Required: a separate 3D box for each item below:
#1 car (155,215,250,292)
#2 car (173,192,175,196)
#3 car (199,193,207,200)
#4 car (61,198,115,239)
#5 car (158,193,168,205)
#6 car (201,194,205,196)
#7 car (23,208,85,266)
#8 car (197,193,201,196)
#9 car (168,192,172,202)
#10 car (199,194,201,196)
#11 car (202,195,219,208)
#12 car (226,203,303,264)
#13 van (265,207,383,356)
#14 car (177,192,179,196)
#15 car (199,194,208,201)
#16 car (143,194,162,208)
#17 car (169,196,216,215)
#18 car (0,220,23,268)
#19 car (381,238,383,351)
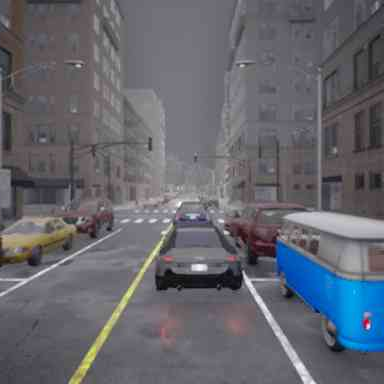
[{"bbox_3d":[0.097,1.532,8.913,1.994,1.385,4.181,0,0,-2],"label":"car"},{"bbox_3d":[-5.402,1.189,71.631,1.967,1.590,4.097,0,0,0],"label":"car"},{"bbox_3d":[2.642,1.152,82.595,1.967,1.590,4.097,0,0,0],"label":"car"},{"bbox_3d":[-5.398,1.254,17.214,2.192,1.841,5.009,0,0,0],"label":"car"},{"bbox_3d":[-5.408,1.331,55.016,1.752,1.417,4.829,0,0,0],"label":"car"},{"bbox_3d":[2.641,1.369,49.703,1.887,1.381,4.507,0,0,0],"label":"car"},{"bbox_3d":[-5.398,1.485,11.366,1.752,1.417,4.829,0,0,0],"label":"car"},{"bbox_3d":[2.642,1.300,71.631,2.008,1.369,4.403,0,0,0],"label":"car"},{"bbox_3d":[-5.406,1.101,60.667,2.192,1.841,5.009,0,0,0],"label":"car"},{"bbox_3d":[2.641,1.356,55.185,2.008,1.369,4.403,0,0,0],"label":"car"},{"bbox_3d":[2.641,1.394,44.222,2.008,1.369,4.403,0,0,0],"label":"car"},{"bbox_3d":[2.640,1.274,11.534,2.192,1.841,5.009,0,0,0],"label":"car"},{"bbox_3d":[2.639,1.320,5.855,1.690,1.788,3.998,0,0,0],"label":"van"},{"bbox_3d":[-5.395,1.008,88.077,2.192,1.841,5.009,0,0,0],"label":"car"},{"bbox_3d":[2.642,1.281,77.113,2.008,1.369,4.403,0,0,0],"label":"car"},{"bbox_3d":[-5.413,1.369,44.052,1.752,1.417,4.829,0,0,0],"label":"car"},{"bbox_3d":[0.051,1.284,18.981,2.097,1.767,4.553,0,0,0],"label":"car"},{"bbox_3d":[-5.397,1.294,5.858,2.192,1.841,5.009,0,0,0],"label":"car"},{"bbox_3d":[2.639,1.314,0.176,2.192,1.841,5.009,0,0,0],"label":"car"}]
